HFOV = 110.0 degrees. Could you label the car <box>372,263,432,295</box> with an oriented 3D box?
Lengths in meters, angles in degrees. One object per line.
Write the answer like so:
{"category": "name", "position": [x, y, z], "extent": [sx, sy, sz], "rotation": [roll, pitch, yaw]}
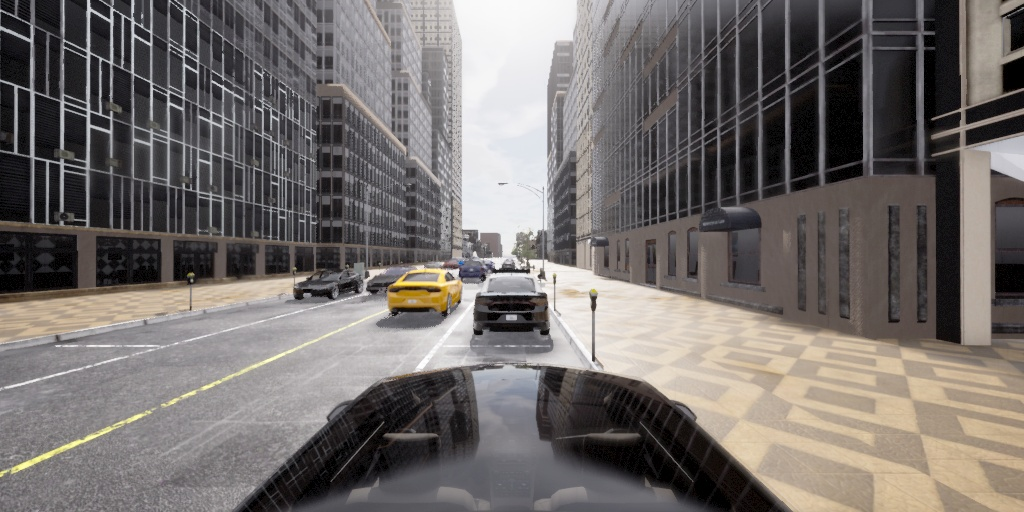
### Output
{"category": "car", "position": [-6.246, 1.294, 19.948], "extent": [2.033, 1.411, 5.357], "rotation": [0, 0, 0]}

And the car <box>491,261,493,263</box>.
{"category": "car", "position": [-3.046, 1.259, 44.272], "extent": [1.812, 1.442, 4.674], "rotation": [0, 0, 0]}

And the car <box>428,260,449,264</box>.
{"category": "car", "position": [-8.836, 1.286, 40.419], "extent": [2.007, 1.370, 4.403], "rotation": [0, 0, 0]}

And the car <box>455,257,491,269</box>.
{"category": "car", "position": [-3.145, 1.094, 29.967], "extent": [2.097, 1.767, 4.553], "rotation": [0, 0, 0]}

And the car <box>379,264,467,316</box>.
{"category": "car", "position": [-3.045, 1.226, 13.435], "extent": [1.882, 1.535, 5.008], "rotation": [0, 0, 0]}

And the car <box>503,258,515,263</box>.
{"category": "car", "position": [-0.455, 1.298, 46.099], "extent": [1.948, 1.339, 4.313], "rotation": [0, 0, 0]}

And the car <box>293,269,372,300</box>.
{"category": "car", "position": [-8.836, 1.313, 17.650], "extent": [1.948, 1.339, 4.313], "rotation": [0, 0, 0]}

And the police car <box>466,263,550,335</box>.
{"category": "police car", "position": [-0.012, 1.174, 10.609], "extent": [1.930, 1.638, 5.238], "rotation": [0, 0, 0]}

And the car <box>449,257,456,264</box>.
{"category": "car", "position": [-8.836, 1.273, 51.803], "extent": [1.888, 1.381, 4.507], "rotation": [0, 0, 0]}
